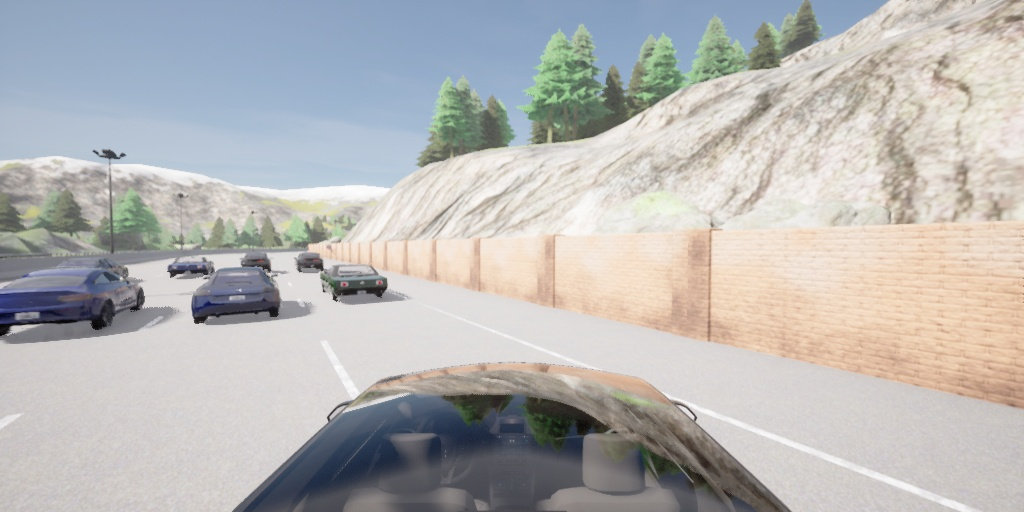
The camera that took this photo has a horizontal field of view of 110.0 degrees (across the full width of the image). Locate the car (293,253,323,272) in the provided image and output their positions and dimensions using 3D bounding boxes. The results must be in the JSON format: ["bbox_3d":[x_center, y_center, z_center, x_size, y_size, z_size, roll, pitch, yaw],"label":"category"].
[{"bbox_3d":[-16.709,0.465,29.514,1.837,1.490,4.892,-1,2,-34],"label":"car"}]

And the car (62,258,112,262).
[{"bbox_3d":[-22.056,0.792,18.724,2.033,1.411,5.357,-1,2,-34],"label":"car"}]

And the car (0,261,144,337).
[{"bbox_3d":[-11.511,1.043,9.455,1.812,1.442,4.674,-1,2,-34],"label":"car"}]

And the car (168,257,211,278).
[{"bbox_3d":[-21.731,0.690,24.459,1.895,1.301,4.718,-1,2,-34],"label":"car"}]

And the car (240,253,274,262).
[{"bbox_3d":[-19.643,0.512,27.605,1.837,1.490,4.892,-1,2,-34],"label":"car"}]

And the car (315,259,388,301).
[{"bbox_3d":[-6.695,0.980,14.840,1.895,1.301,4.718,-1,2,-34],"label":"car"}]

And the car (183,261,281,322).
[{"bbox_3d":[-8.463,1.038,11.221,1.994,1.385,4.181,-1,2,-34],"label":"car"}]
